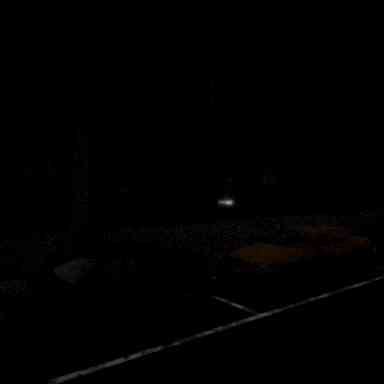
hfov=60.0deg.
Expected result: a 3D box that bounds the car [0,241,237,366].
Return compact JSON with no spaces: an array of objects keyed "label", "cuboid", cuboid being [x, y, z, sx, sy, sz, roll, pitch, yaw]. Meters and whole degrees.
[{"label":"car","cuboid":[-1.435,1.573,5.741,4.206,1.307,1.802,0,0,-36]}]

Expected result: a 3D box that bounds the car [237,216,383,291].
[{"label":"car","cuboid":[3.016,1.495,8.918,4.829,1.417,1.752,0,0,-36]}]
